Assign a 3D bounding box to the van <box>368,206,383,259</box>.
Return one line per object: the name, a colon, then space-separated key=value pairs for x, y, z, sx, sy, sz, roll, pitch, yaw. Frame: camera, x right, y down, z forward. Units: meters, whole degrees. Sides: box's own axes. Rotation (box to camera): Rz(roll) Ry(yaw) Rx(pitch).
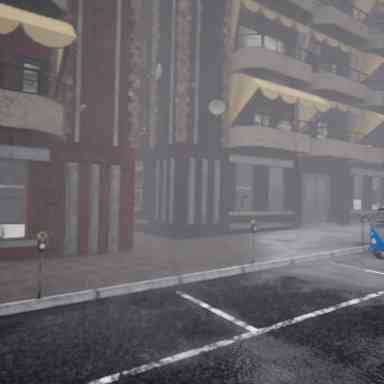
van: x=7.423 y=1.308 z=10.830 sx=3.998 sy=1.788 sz=1.690 roll=0 pitch=2 yaw=-33
